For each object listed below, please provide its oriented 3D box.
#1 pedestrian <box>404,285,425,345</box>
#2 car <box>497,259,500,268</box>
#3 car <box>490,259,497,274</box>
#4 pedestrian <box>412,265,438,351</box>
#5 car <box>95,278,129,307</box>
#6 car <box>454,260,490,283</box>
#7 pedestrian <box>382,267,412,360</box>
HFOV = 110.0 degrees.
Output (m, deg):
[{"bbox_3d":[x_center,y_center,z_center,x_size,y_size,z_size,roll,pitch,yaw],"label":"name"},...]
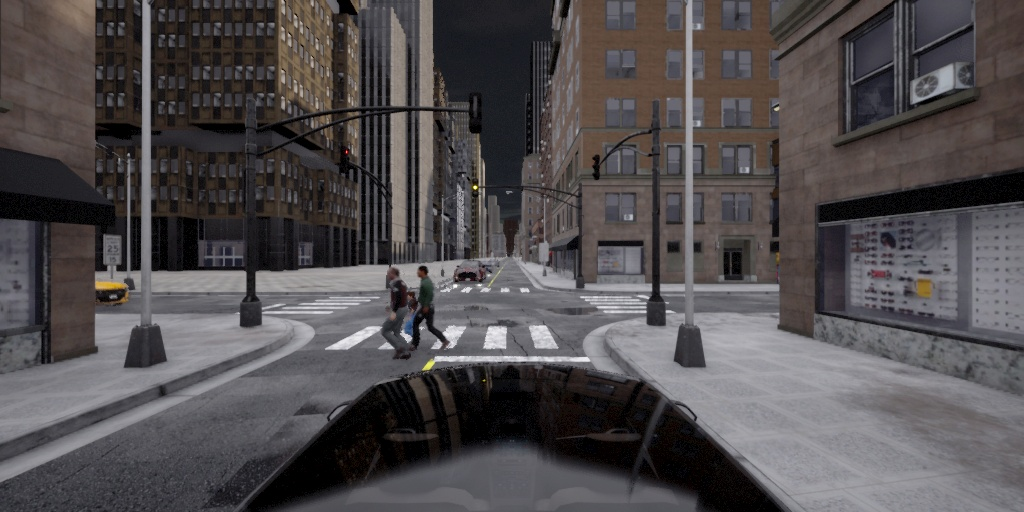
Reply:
[{"bbox_3d":[-2.195,1.324,8.114,0.375,1.300,0.375,0,0,0],"label":"pedestrian"},{"bbox_3d":[-3.126,1.242,62.820,2.128,1.511,4.902,0,0,0],"label":"car"},{"bbox_3d":[-3.177,1.298,41.374,2.033,1.411,5.357,0,0,0],"label":"car"},{"bbox_3d":[-1.835,1.045,7.515,0.375,1.860,0.375,0,0,0],"label":"pedestrian"},{"bbox_3d":[-17.258,1.232,13.255,5.008,1.535,1.882,0,0,0],"label":"car"},{"bbox_3d":[-3.156,1.103,27.840,2.097,1.767,4.553,0,0,0],"label":"car"},{"bbox_3d":[-2.187,1.044,6.819,0.375,1.860,0.375,0,0,0],"label":"pedestrian"}]
